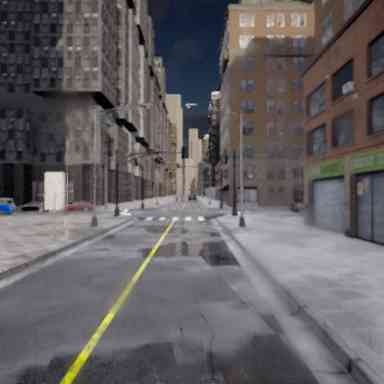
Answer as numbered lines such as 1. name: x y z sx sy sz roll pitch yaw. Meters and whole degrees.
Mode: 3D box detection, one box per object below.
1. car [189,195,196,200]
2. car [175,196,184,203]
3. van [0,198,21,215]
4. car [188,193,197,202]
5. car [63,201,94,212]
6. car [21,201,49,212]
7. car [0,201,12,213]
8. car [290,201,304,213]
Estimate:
1. car: 0.106 1.536 94.538 1.812 1.442 4.674 0 0 0
2. car: -2.913 1.695 77.677 2.128 1.511 4.902 0 0 0
3. van: -20.082 1.540 33.867 3.998 1.788 1.690 0 0 0
4. car: 0.094 1.391 84.144 2.150 2.045 5.566 0 0 0
5. car: -14.422 1.844 42.378 4.206 1.307 1.802 0 0 0
6. car: -20.071 1.868 42.390 4.313 1.339 1.947 0 0 0
7. car: -25.720 1.892 42.402 4.403 1.369 2.008 0 0 0
8. car: 12.144 1.528 33.800 4.313 1.339 1.947 0 0 0
